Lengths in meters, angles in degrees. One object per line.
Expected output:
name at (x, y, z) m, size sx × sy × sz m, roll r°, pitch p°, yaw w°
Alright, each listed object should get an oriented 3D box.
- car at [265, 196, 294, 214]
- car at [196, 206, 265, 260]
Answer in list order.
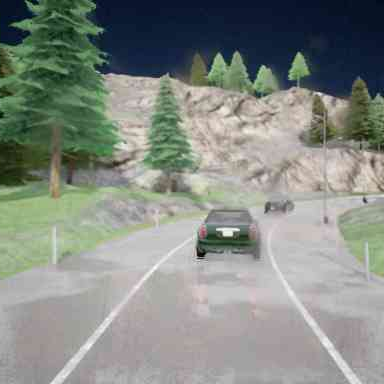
car at (7.820, 1.123, 29.727) m, size 1.812 × 1.442 × 4.674 m, roll -1°, pitch 1°, yaw 29°
car at (1.462, 1.288, 12.459) m, size 2.097 × 1.767 × 4.553 m, roll 0°, pitch 1°, yaw 9°
